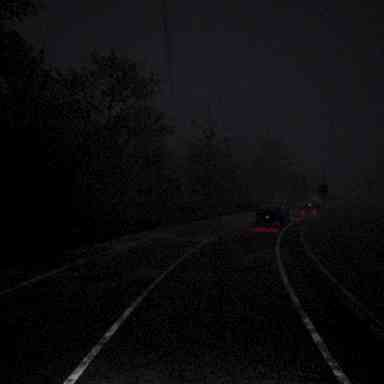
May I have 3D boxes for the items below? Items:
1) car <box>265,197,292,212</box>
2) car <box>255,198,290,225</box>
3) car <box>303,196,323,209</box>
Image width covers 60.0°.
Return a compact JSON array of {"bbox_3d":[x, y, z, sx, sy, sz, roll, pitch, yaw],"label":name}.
[{"bbox_3d":[10.413,1.423,39.899,1.812,1.442,4.674,-3,0,31],"label":"car"},{"bbox_3d":[5.993,1.510,24.429,1.882,1.535,5.008,-2,-1,23],"label":"car"},{"bbox_3d":[14.828,1.188,40.565,1.812,1.442,4.674,-3,0,30],"label":"car"}]
